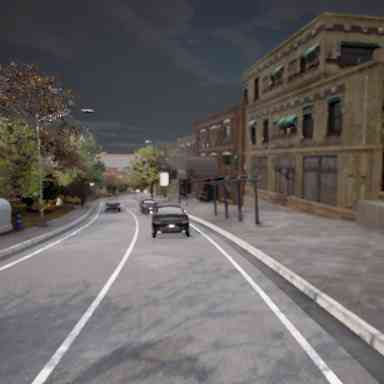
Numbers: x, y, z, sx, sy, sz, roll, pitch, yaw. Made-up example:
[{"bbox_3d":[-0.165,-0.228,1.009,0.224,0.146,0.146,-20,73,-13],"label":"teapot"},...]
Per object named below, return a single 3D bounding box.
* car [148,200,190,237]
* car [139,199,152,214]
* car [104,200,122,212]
[{"bbox_3d":[-1.279,1.460,18.193,1.882,1.535,5.008,-1,0,-7],"label":"car"},{"bbox_3d":[-4.737,1.524,36.077,1.812,1.442,4.674,-2,0,-13],"label":"car"},{"bbox_3d":[-9.819,1.663,41.284,2.033,1.411,5.357,-2,0,-14],"label":"car"}]
